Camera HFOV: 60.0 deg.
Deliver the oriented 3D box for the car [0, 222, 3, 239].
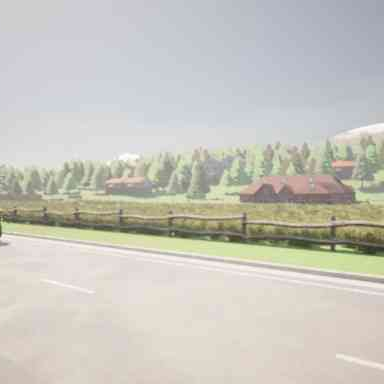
[{"bbox_3d":[-11.076,1.688,16.186,4.892,1.490,1.837,-1,0,35],"label":"car"}]
